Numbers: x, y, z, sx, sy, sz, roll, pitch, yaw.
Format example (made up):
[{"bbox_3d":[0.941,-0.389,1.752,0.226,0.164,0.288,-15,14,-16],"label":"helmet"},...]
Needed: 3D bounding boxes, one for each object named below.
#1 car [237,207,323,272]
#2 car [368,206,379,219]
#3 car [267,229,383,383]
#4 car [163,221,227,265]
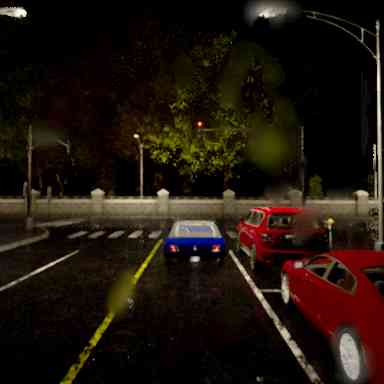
[{"bbox_3d":[2.705,1.388,10.918,2.192,1.841,5.009,1,0,0],"label":"car"},{"bbox_3d":[19.336,1.686,31.178,5.009,1.841,2.192,0,-2,0],"label":"car"},{"bbox_3d":[2.702,1.580,5.221,1.887,1.381,4.507,1,0,0],"label":"car"},{"bbox_3d":[0.098,1.680,11.876,1.895,1.301,4.718,0,0,0],"label":"car"}]
